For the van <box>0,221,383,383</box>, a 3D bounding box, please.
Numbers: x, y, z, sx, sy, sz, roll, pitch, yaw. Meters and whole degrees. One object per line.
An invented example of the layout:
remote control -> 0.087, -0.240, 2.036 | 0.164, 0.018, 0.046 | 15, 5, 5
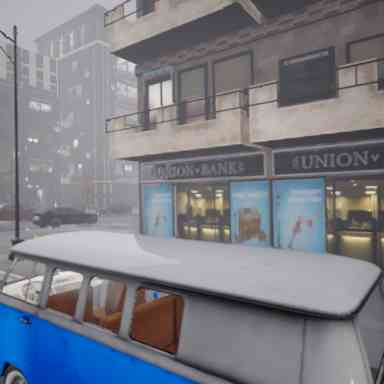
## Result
van -> -0.310, 1.347, 3.083 | 3.998, 1.788, 1.690 | 0, -1, 36

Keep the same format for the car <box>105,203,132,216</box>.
car -> -8.457, 1.879, 36.310 | 1.947, 1.339, 4.313 | -2, -1, 36

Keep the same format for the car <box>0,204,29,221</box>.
car -> -15.142, 1.689, 27.231 | 1.967, 1.590, 4.097 | -2, -1, 36

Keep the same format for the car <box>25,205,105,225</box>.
car -> -8.394, 1.640, 22.259 | 1.947, 1.339, 4.313 | -2, -1, 36
